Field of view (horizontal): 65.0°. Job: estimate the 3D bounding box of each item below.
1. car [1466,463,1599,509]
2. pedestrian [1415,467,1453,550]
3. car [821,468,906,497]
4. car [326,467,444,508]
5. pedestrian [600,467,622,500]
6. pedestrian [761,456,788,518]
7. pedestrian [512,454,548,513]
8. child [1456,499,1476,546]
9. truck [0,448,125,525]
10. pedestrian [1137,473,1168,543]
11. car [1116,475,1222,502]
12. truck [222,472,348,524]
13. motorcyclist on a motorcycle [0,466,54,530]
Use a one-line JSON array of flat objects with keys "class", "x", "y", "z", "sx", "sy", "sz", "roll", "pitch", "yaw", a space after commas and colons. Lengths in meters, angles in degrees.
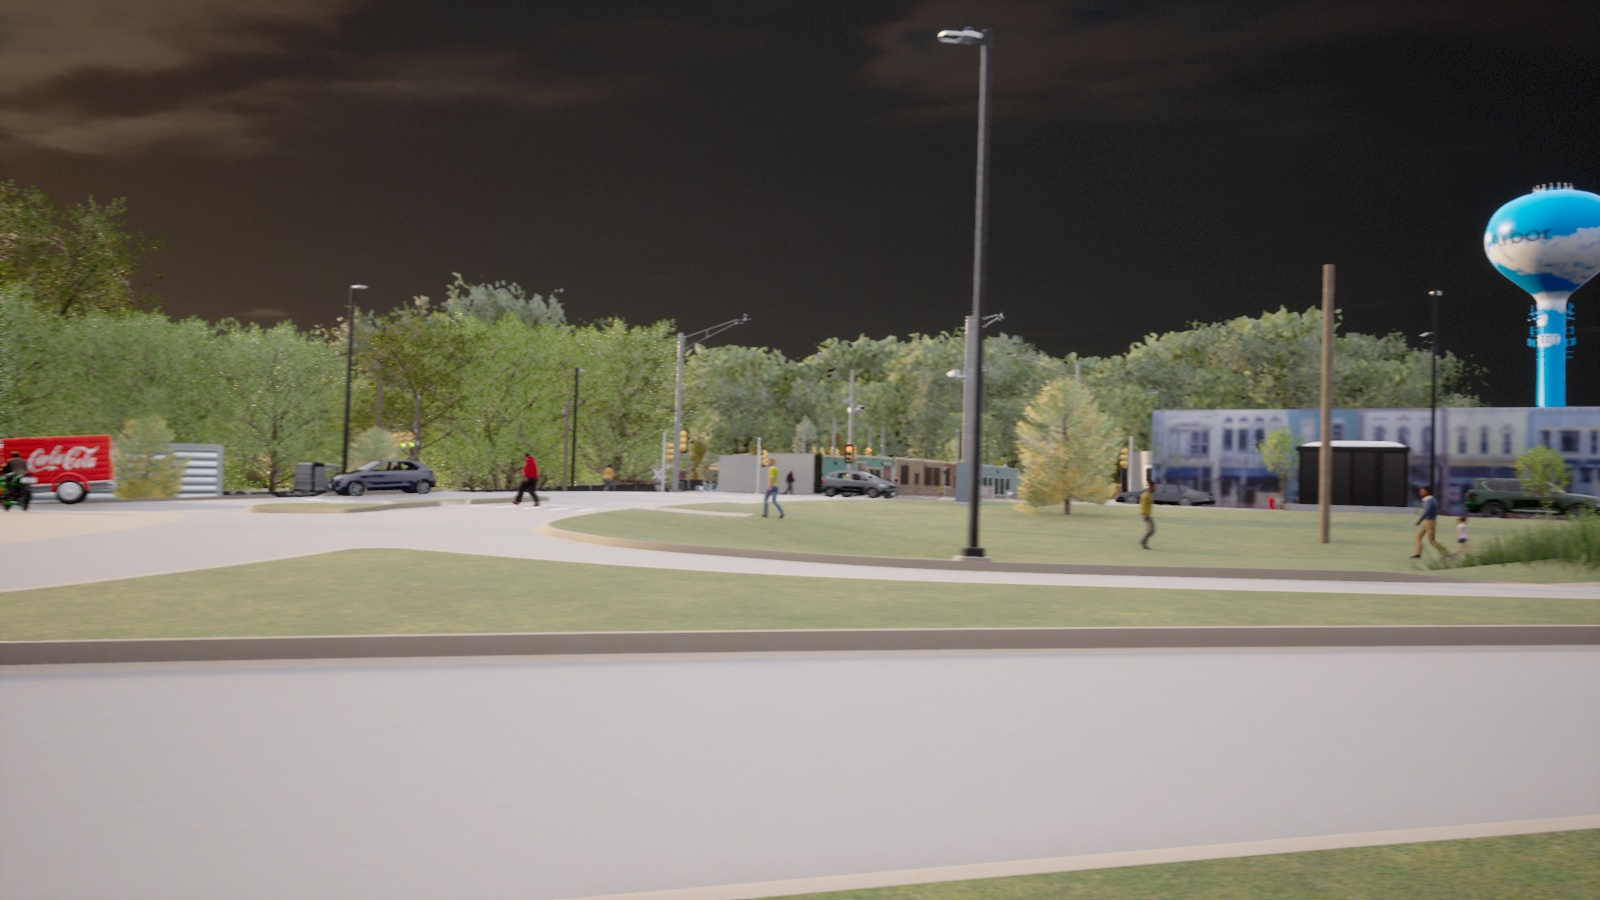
[{"class": "car", "x": 33.950, "y": 1.638, "z": 58.001, "sx": 5.566, "sy": 2.045, "sz": 2.150, "roll": 0, "pitch": -2, "yaw": 31}, {"class": "pedestrian", "x": 15.038, "y": 1.377, "z": 29.791, "sx": 0.788, "sy": 1.949, "sz": 0.423, "roll": 0, "pitch": -2, "yaw": 28}, {"class": "car", "x": 3.847, "y": 1.953, "z": 76.030, "sx": 4.611, "sy": 1.667, "sz": 2.242, "roll": -1, "pitch": -2, "yaw": 32}, {"class": "car", "x": -17.077, "y": 1.521, "z": 51.701, "sx": 4.193, "sy": 1.474, "sz": 1.816, "roll": -2, "pitch": 0, "yaw": -38}, {"class": "pedestrian", "x": -10.757, "y": 1.903, "z": 71.512, "sx": 0.900, "sy": 1.855, "sz": 0.874, "roll": 3, "pitch": -3, "yaw": -40}, {"class": "pedestrian", "x": -0.762, "y": 1.098, "z": 37.287, "sx": 0.706, "sy": 1.836, "sz": 0.354, "roll": 0, "pitch": -2, "yaw": 23}, {"class": "pedestrian", "x": -8.630, "y": 1.070, "z": 40.145, "sx": 0.899, "sy": 1.844, "sz": 0.634, "roll": 0, "pitch": -2, "yaw": 15}, {"class": "child", "x": 16.124, "y": 1.748, "z": 30.401, "sx": 0.394, "sy": 1.110, "sz": 0.255, "roll": 0, "pitch": -2, "yaw": 20}, {"class": "truck", "x": -27.990, "y": 1.396, "z": 46.320, "sx": 5.204, "sy": 2.467, "sz": 2.627, "roll": -5, "pitch": 1, "yaw": -26}, {"class": "pedestrian", "x": 9.463, "y": 1.548, "z": 33.704, "sx": 0.709, "sy": 1.840, "sz": 0.431, "roll": -1, "pitch": -3, "yaw": 29}, {"class": "car", "x": 20.652, "y": 2.150, "z": 70.421, "sx": 5.357, "sy": 1.411, "sz": 2.033, "roll": 0, "pitch": -2, "yaw": 31}, {"class": "truck", "x": -36.547, "y": 3.338, "z": 89.386, "sx": 2.891, "sy": 3.462, "sz": 7.936, "roll": -1, "pitch": -1, "yaw": 37}, {"class": "motorcyclist on a motorcycle", "x": -19.229, "y": 1.199, "z": 31.035, "sx": 2.044, "sy": 1.523, "sz": 0.797, "roll": -3, "pitch": -3, "yaw": 43}]
